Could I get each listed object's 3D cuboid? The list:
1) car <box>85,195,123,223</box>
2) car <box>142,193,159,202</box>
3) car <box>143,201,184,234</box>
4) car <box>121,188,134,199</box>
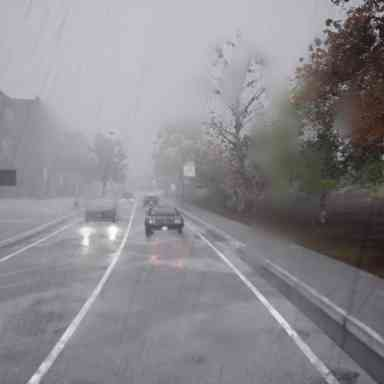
[{"bbox_3d":[-5.982,1.138,22.509,1.882,1.535,5.008,0,0,-9],"label":"car"},{"bbox_3d":[-5.099,0.893,41.074,1.837,1.490,4.892,0,1,-9],"label":"car"},{"bbox_3d":[-1.595,1.394,17.929,1.895,1.301,4.718,0,1,-8],"label":"car"},{"bbox_3d":[-12.214,0.178,63.517,2.150,2.045,5.566,1,1,-8],"label":"car"}]
